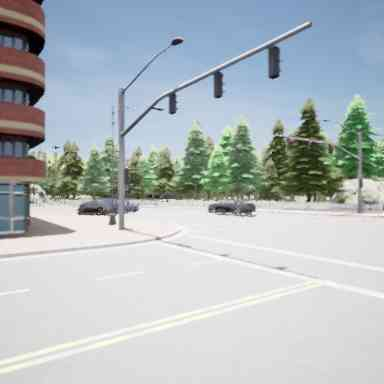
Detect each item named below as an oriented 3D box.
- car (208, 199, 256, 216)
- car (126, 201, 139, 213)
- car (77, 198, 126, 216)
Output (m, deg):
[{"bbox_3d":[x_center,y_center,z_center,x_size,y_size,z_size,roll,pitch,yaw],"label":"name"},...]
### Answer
[{"bbox_3d":[3.678,1.429,31.327,4.902,1.511,2.128,0,0,43],"label":"car"},{"bbox_3d":[-7.858,1.418,34.817,5.008,1.535,1.882,0,0,25],"label":"car"},{"bbox_3d":[-8.743,1.505,31.339,4.181,1.385,1.994,0,0,26],"label":"car"}]
